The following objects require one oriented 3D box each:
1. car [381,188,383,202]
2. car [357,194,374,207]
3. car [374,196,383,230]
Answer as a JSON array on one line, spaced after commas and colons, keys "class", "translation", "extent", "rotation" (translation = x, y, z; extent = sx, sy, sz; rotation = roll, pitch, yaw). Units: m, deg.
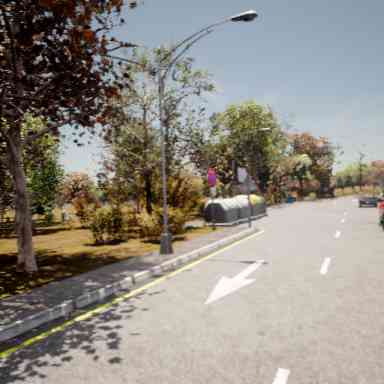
[{"class": "car", "translation": [32.138, 0.366, 50.399], "extent": [5.566, 2.045, 2.435], "rotation": [-2, 0, 6]}, {"class": "car", "translation": [20.518, 0.969, 38.942], "extent": [2.128, 1.511, 4.902], "rotation": [-2, 0, 27]}, {"class": "car", "translation": [11.382, 0.887, 17.907], "extent": [2.150, 2.045, 5.566], "rotation": [-2, 0, 26]}]
